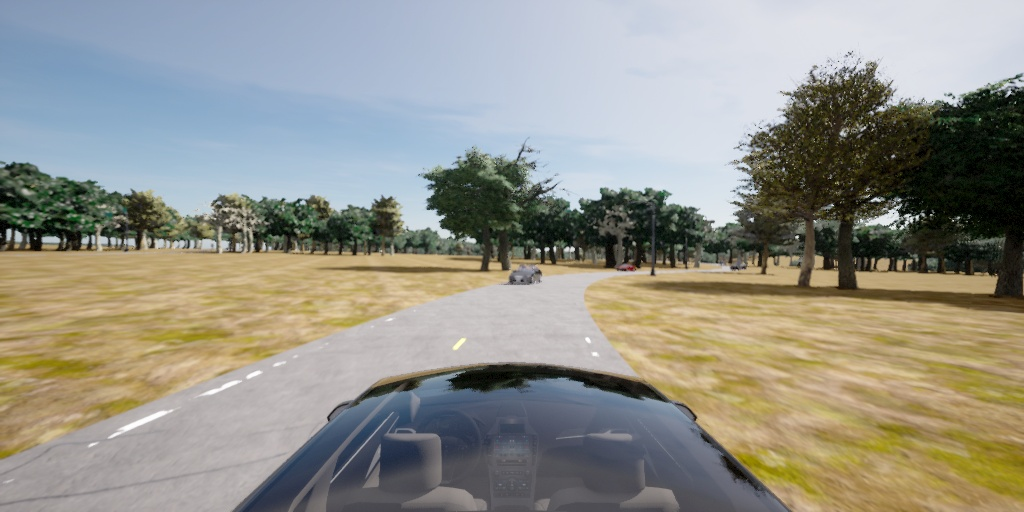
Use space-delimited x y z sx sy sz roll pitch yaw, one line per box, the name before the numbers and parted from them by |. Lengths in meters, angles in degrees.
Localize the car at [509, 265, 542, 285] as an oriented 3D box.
car | 1.173 1.486 29.034 2.128 1.511 4.902 0 -1 17
